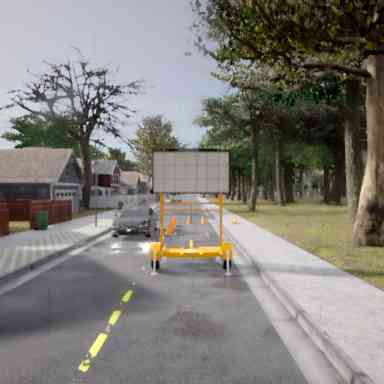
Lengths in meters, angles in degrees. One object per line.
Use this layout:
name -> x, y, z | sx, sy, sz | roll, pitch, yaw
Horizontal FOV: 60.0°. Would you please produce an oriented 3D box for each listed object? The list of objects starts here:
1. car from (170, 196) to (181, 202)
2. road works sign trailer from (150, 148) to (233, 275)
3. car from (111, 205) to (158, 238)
car -> -2.942, 1.498, 60.817 | 1.812, 1.442, 4.674 | 0, 0, 0
road works sign trailer -> -0.022, 0.454, 10.374 | 2.380, 3.560, 2.880 | 0, 0, 0
car -> -2.888, 1.489, 17.523 | 1.837, 1.490, 4.892 | 0, 0, 0
